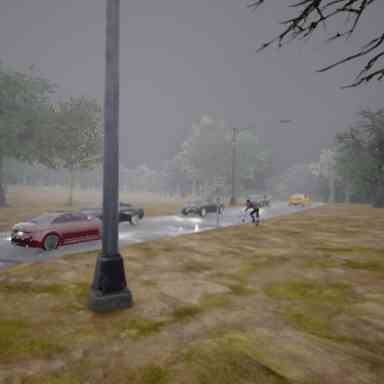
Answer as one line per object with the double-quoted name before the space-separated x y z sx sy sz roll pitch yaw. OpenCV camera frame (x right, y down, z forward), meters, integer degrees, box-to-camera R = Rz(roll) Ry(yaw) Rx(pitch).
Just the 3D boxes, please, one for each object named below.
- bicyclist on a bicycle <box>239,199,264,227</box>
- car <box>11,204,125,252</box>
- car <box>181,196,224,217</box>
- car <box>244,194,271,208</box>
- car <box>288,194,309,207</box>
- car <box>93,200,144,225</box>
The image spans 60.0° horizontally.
"bicyclist on a bicycle" 3.508 1.266 19.843 1.656 1.620 0.582 0 0 36
"car" -5.089 1.448 13.732 1.994 1.385 4.181 1 2 34
"car" 0.963 1.126 27.455 1.837 1.490 4.892 2 2 33
"car" 7.510 1.007 37.776 1.837 1.490 4.892 2 1 30
"car" 13.587 1.050 42.200 1.882 1.535 5.008 2 1 28
"car" -4.935 1.240 19.311 2.128 1.511 4.902 2 2 37
